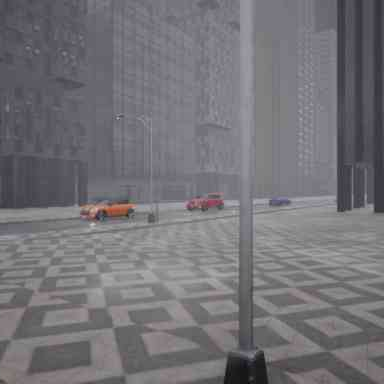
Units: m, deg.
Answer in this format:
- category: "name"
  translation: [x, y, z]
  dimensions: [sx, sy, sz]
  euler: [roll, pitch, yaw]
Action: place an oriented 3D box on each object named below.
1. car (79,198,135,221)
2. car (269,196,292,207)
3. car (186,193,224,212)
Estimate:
- category: "car"
  translation: [-6.879, 1.323, 27.108]
  dimensions: [2.097, 1.767, 4.553]
  euler: [0, 0, 36]
- category: "car"
  translation: [13.082, 1.411, 48.993]
  dimensions: [1.882, 1.535, 5.008]
  euler: [0, 0, 36]
- category: "car"
  translation: [1.640, 1.174, 38.746]
  dimensions: [2.150, 2.045, 5.566]
  euler: [0, 0, 36]
